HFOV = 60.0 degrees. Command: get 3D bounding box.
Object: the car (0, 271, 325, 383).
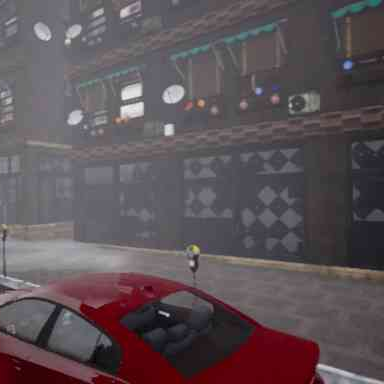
[{"bbox_3d":[-1.024,1.530,3.433,4.507,1.381,1.887,0,-1,34],"label":"car"}]
